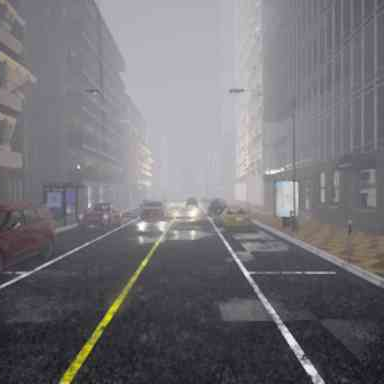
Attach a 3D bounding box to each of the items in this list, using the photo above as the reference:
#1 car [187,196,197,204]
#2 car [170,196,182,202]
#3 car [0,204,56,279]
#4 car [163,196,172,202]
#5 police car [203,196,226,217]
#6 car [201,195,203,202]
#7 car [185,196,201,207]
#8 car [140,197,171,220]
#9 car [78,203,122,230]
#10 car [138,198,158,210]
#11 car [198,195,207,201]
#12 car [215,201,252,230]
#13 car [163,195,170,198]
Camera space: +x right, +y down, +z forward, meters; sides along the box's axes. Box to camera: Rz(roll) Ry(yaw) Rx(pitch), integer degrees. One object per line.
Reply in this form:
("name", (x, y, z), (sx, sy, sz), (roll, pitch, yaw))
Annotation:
("car", (-0.027, 1.524, 66.918), (1.812, 1.442, 4.674), (0, 0, 0))
("car", (-3.028, 1.475, 68.954), (1.895, 1.301, 4.718), (0, 0, 0))
("car", (-5.696, 1.312, 9.636), (2.192, 1.841, 5.009), (0, 0, 0))
("car", (-5.722, 1.585, 77.418), (1.802, 1.307, 4.206), (0, 0, 0))
("police car", (2.353, 1.417, 31.853), (1.930, 1.638, 5.238), (0, 0, 0))
("car", (2.660, 1.545, 71.773), (1.887, 1.381, 4.507), (0, 0, 0))
("car", (-0.018, 1.499, 49.843), (1.837, 1.490, 4.892), (0, 0, 0))
("car", (-3.110, 1.470, 27.799), (1.882, 1.535, 5.008), (0, 0, 0))
("car", (-5.700, 1.434, 20.933), (1.967, 1.590, 4.097), (0, 0, 0))
("car", (-5.709, 1.557, 43.527), (1.947, 1.339, 4.313), (0, 0, 0))
("car", (2.655, 1.557, 83.070), (2.008, 1.369, 4.403), (0, 0, 0))
("car", (2.680, 1.519, 21.106), (1.752, 1.417, 4.829), (0, 0, 0))
("car", (-5.720, 1.441, 71.770), (1.967, 1.590, 4.097), (0, 0, 0))
